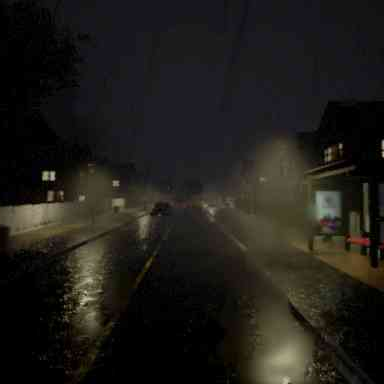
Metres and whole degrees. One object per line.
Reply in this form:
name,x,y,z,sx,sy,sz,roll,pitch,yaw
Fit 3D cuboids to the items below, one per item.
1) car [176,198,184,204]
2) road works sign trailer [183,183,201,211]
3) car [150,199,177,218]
car,-2.735,1.908,72.731,1.994,1.385,4.181,0,-1,0
road works sign trailer,0.005,0.595,42.044,2.380,3.560,2.880,0,0,1
car,-2.842,1.626,31.855,2.033,1.411,5.357,0,0,0
